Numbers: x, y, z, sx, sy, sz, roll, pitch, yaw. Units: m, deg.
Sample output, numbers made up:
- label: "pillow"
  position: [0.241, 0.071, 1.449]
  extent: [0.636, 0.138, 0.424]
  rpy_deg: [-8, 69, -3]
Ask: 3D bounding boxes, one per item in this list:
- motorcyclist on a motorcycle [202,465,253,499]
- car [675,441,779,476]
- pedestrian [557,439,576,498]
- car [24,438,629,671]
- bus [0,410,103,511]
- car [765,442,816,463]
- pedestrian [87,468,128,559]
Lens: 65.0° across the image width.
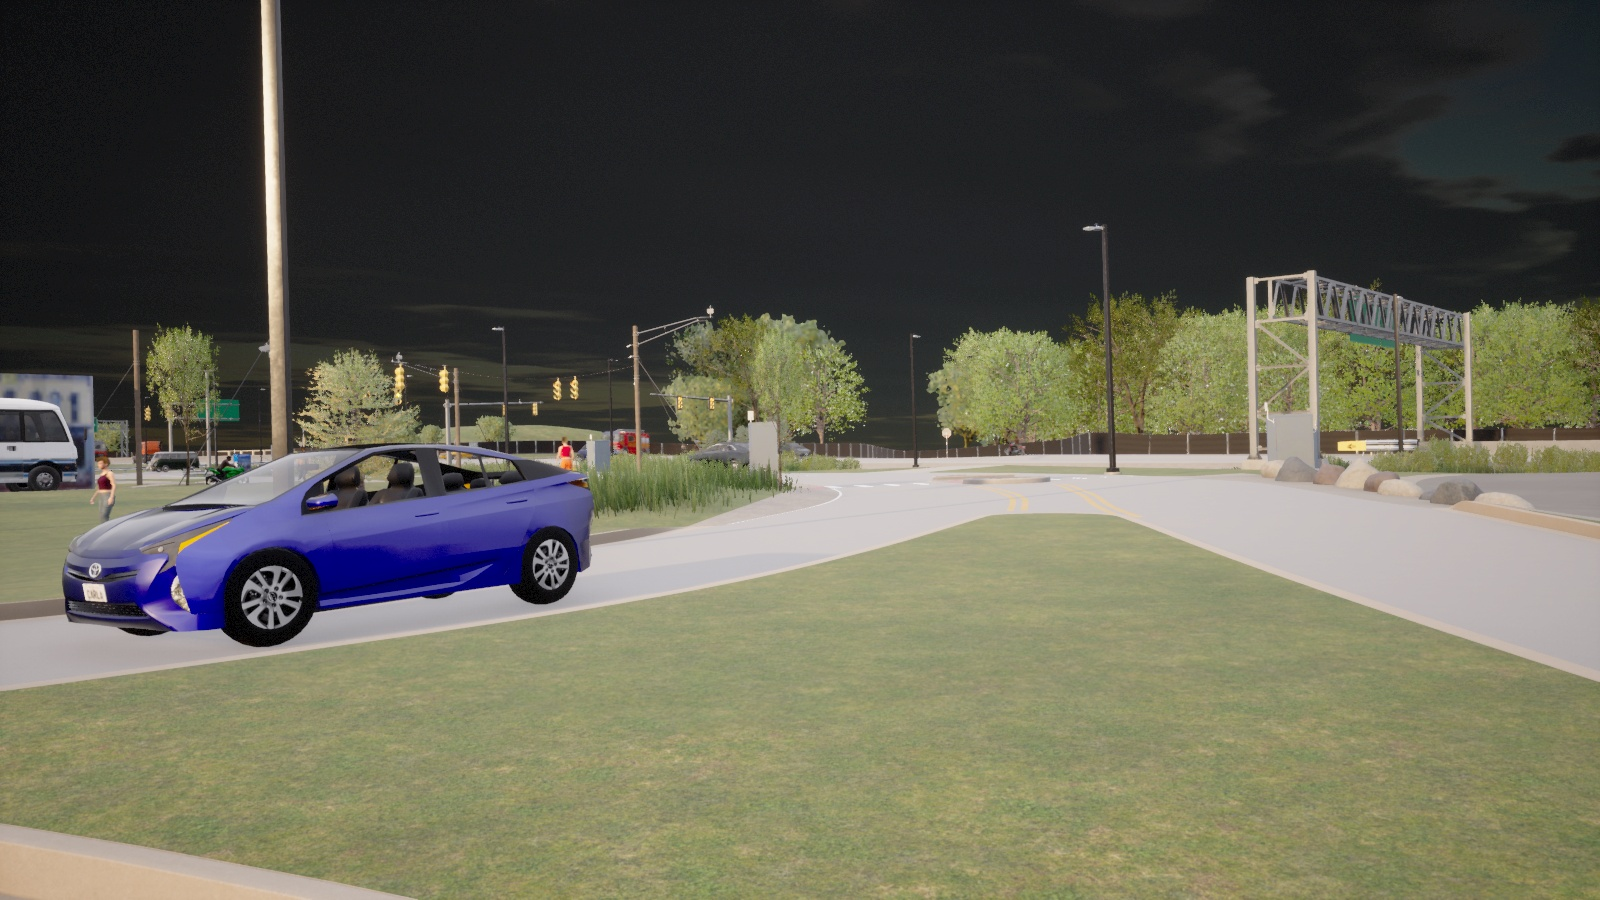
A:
- label: "motorcyclist on a motorcycle"
  position: [-27.928, 1.544, 61.276]
  extent: [2.044, 1.523, 0.797]
  rpy_deg: [-4, 0, -36]
- label: "car"
  position: [-3.514, 0.421, 59.758]
  extent: [4.902, 1.511, 2.128]
  rpy_deg: [-2, 0, 44]
- label: "pedestrian"
  position: [-7.324, 0.591, 39.352]
  extent: [0.345, 1.836, 0.594]
  rpy_deg: [-3, -1, -25]
- label: "car"
  position: [-3.809, 0.737, 10.917]
  extent: [2.007, 1.525, 4.514]
  rpy_deg: [-3, -1, 35]
- label: "bus"
  position: [-35.869, 0.543, 53.157]
  extent: [3.944, 4.253, 10.273]
  rpy_deg: [-4, -1, 41]
- label: "car"
  position: [-0.755, 0.201, 98.899]
  extent: [3.705, 1.549, 1.789]
  rpy_deg: [-2, 0, 41]
- label: "pedestrian"
  position: [-14.317, 1.304, 25.970]
  extent: [0.345, 1.836, 0.594]
  rpy_deg: [-4, -1, 38]
